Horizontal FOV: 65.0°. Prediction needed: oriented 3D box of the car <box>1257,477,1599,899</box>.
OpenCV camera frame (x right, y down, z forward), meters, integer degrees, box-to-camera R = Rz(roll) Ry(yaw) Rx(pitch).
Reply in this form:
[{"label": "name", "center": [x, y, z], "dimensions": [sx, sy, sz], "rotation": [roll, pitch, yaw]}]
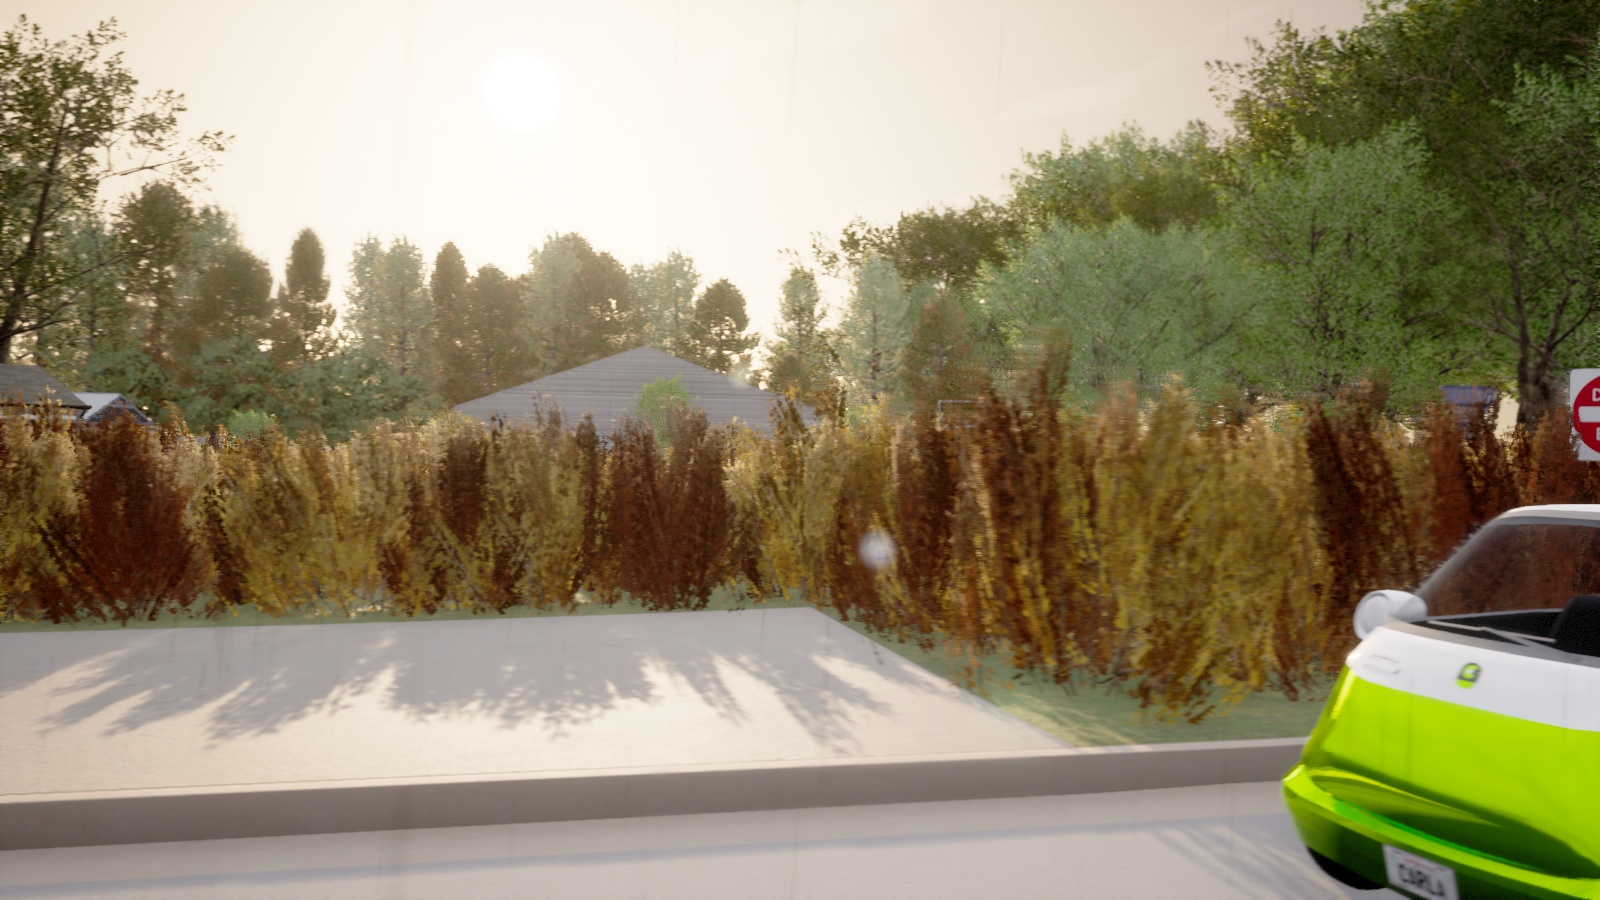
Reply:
[{"label": "car", "center": [2.907, 0.799, 4.131], "dimensions": [2.207, 1.376, 1.481], "rotation": [0, 0, -21]}]
